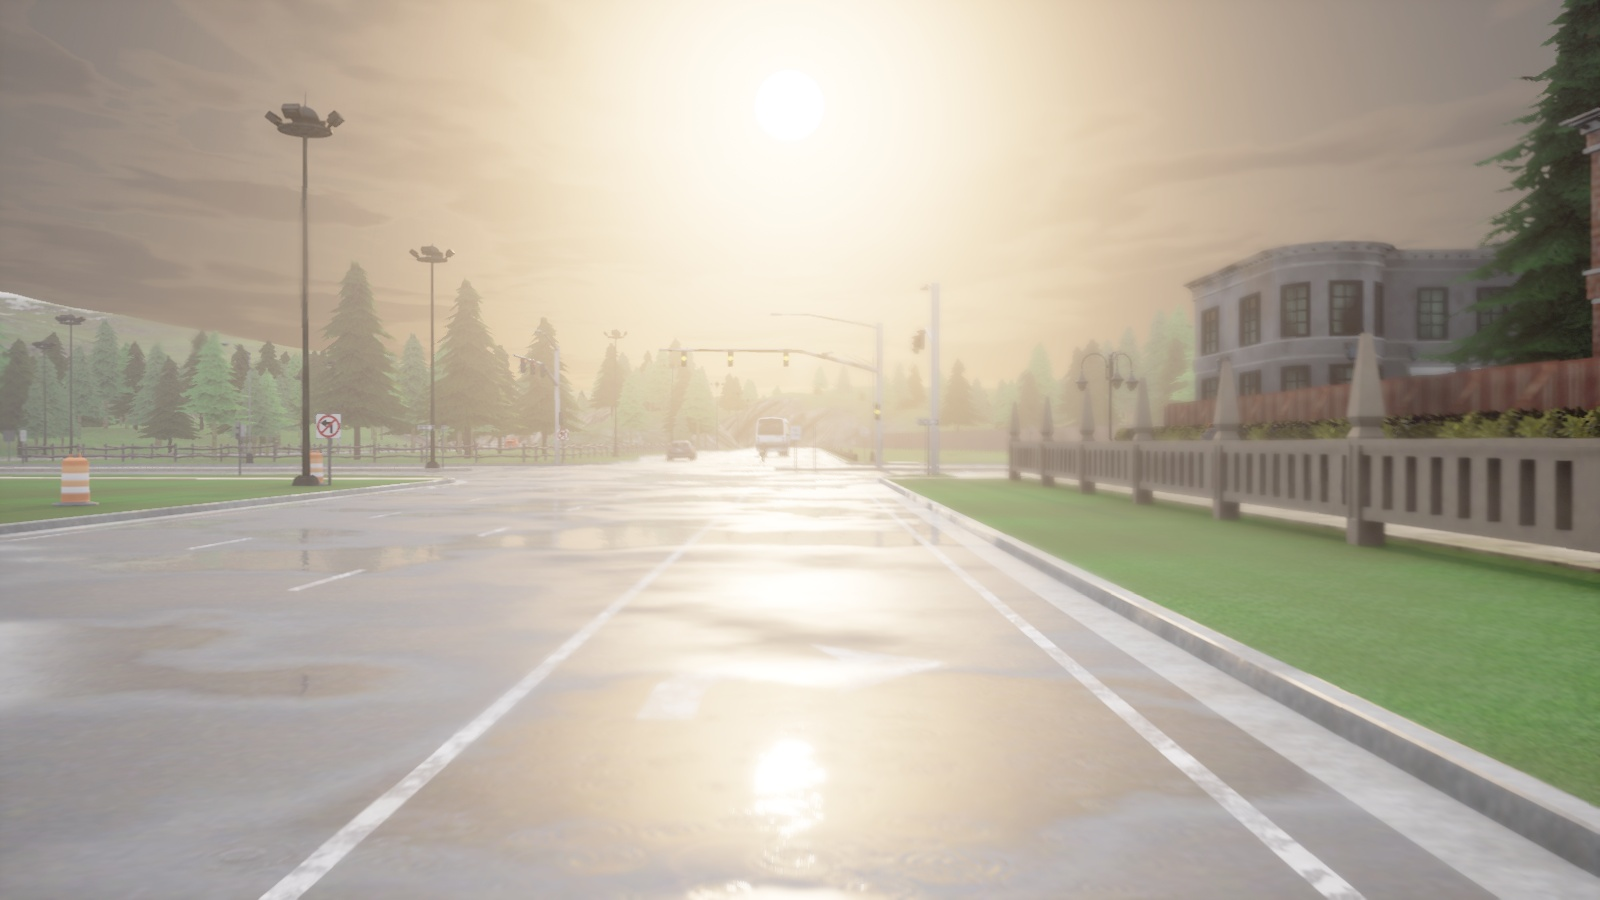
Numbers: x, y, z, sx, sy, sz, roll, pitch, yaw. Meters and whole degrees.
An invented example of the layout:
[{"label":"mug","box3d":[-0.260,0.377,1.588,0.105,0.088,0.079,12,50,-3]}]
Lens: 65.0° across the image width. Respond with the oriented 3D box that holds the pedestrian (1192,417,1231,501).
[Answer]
[{"label":"pedestrian","box3d":[9.707,0.197,29.642,0.659,1.952,0.873,0,0,3]}]
